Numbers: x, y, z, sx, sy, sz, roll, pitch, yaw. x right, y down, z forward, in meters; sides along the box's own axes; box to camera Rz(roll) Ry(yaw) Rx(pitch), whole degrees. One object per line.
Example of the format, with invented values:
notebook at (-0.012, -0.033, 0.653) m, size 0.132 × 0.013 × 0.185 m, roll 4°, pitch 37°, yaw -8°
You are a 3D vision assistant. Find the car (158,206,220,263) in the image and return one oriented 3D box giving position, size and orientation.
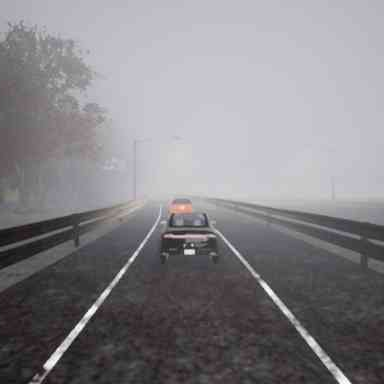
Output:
car at (-0.130, 1.452, 11.721) m, size 2.128 × 1.511 × 4.902 m, roll 0°, pitch 0°, yaw -1°

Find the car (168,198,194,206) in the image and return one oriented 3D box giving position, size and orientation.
car at (-0.905, 1.264, 28.038) m, size 2.097 × 1.767 × 4.553 m, roll 0°, pitch 0°, yaw -4°
